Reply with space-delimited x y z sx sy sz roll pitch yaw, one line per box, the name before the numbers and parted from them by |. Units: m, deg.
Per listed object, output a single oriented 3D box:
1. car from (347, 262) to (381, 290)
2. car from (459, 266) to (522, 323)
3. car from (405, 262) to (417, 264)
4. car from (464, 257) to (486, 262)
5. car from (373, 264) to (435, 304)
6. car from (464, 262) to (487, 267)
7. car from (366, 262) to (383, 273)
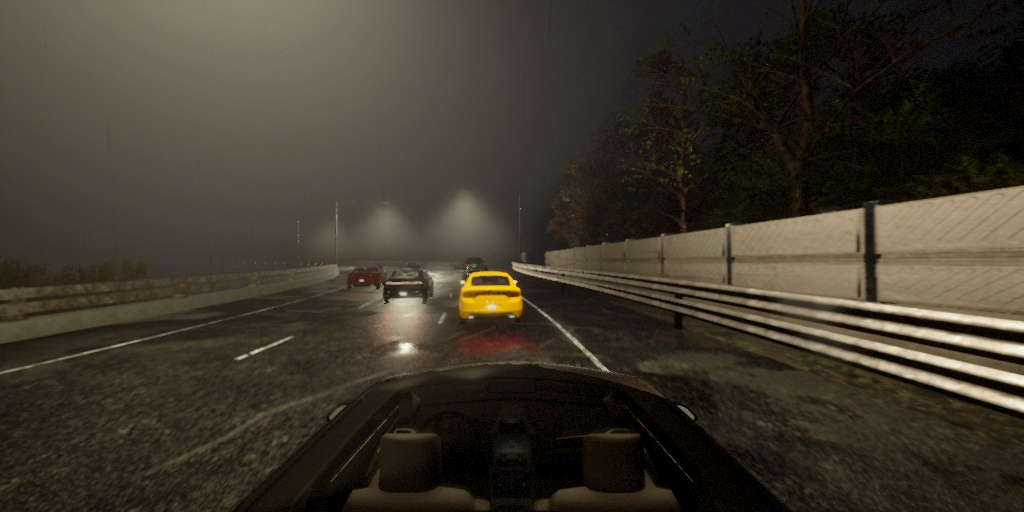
car | -9.633 1.355 24.124 1.882 1.535 5.008 0 0 -12
car | -0.790 1.283 12.495 1.882 1.535 5.008 0 0 -5
car | -12.569 1.488 44.438 1.837 1.490 4.892 0 0 -23
car | -4.084 1.164 39.286 2.150 2.045 5.566 0 0 -5
car | -4.743 1.325 16.889 2.128 1.511 4.902 0 0 -8
car | -2.398 1.359 24.356 2.128 1.511 4.902 0 0 -8
car | -19.768 1.555 51.334 1.812 1.442 4.674 0 0 -27
